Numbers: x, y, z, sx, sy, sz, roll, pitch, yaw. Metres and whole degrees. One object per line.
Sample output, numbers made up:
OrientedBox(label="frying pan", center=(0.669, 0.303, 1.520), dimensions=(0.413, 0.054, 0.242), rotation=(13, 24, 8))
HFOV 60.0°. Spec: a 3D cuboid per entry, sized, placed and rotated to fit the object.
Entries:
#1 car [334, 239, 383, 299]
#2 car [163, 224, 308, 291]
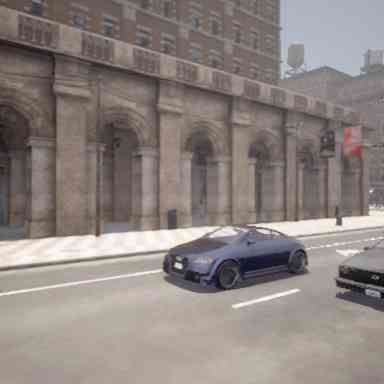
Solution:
OrientedBox(label="car", center=(5.728, 1.622, 8.086), dimensions=(5.357, 1.411, 2.033), rotation=(1, 0, -36))
OrientedBox(label="car", center=(1.303, 1.616, 9.211), dimensions=(4.181, 1.385, 1.994), rotation=(1, 0, -35))
